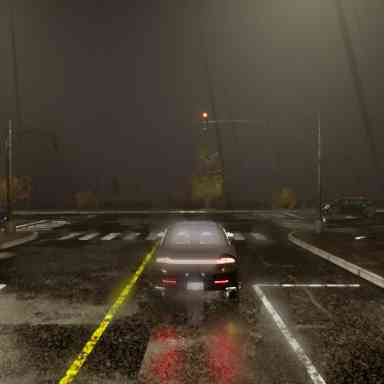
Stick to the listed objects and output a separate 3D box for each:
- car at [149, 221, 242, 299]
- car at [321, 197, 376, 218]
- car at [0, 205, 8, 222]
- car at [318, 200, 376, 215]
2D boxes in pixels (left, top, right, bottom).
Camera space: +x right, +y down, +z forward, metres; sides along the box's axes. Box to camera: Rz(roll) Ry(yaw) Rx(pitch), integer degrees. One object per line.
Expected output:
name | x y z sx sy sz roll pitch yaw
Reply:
car | 0.084 1.489 8.436 2.128 1.511 4.902 0 0 1
car | 13.147 1.232 28.539 4.553 1.767 2.097 0 1 -1
car | -16.380 1.714 25.414 4.718 1.301 1.895 0 1 1
car | 14.752 1.429 31.820 4.718 1.301 1.895 0 1 -2
